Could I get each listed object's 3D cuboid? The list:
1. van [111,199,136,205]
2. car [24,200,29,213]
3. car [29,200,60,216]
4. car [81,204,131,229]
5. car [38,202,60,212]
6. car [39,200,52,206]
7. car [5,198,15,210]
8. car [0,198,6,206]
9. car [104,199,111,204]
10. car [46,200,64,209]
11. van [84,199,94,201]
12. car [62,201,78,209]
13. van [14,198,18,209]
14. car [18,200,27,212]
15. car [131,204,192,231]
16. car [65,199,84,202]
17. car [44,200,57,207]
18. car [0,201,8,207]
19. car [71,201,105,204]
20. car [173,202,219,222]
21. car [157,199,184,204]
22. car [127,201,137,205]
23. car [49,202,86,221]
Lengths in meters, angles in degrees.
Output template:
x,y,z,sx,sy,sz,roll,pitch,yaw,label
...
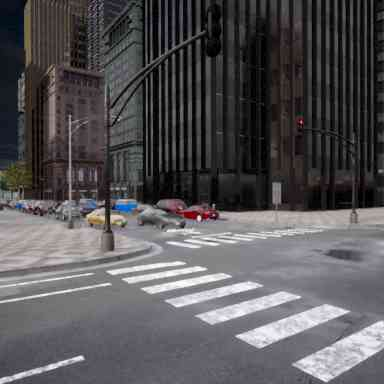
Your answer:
x,y,z,sx,sy,sz,roll,pitch,yaw,label
-8.328,1.832,41.883,1.690,1.788,3.998,-1,0,-35,van
-20.609,2.195,44.394,1.887,1.381,4.507,-1,0,-35,car
-17.777,1.900,40.416,2.192,1.841,5.009,-1,0,-35,car
-6.327,1.843,24.366,1.752,1.417,4.829,-1,0,-35,car
-22.227,2.283,51.438,2.033,1.411,5.357,0,-1,-35,car
-34.893,2.659,79.106,1.947,1.339,4.313,-1,0,-35,car
-32.062,2.353,60.451,1.967,1.590,4.097,-1,0,-35,car
-41.428,2.666,73.586,1.887,1.381,4.507,-1,0,-35,car
-11.277,1.874,46.028,2.192,1.841,5.009,-1,0,-35,car
-25.072,2.315,60.756,1.882,1.535,5.008,0,-1,-35,car
-17.174,2.037,54.318,1.690,1.788,3.998,-1,0,-35,van
-22.810,2.406,62.163,1.802,1.307,4.206,-1,0,-35,car
-26.287,2.122,52.350,1.690,1.788,3.998,-1,0,-35,van
-23.448,2.156,48.372,1.967,1.590,4.097,-1,0,-35,car
-2.259,1.788,23.275,1.812,1.442,4.674,0,0,-35,car
-19.365,2.059,52.758,2.097,1.767,4.553,0,-1,-36,car
-31.871,2.594,74.869,1.947,1.339,4.313,-1,0,-35,car
-44.549,2.770,77.963,1.802,1.307,4.206,-1,0,-35,car
-11.417,2.024,36.112,2.033,1.411,5.357,0,-1,-35,car
0.524,1.828,29.447,1.887,1.381,4.507,-1,0,-35,car
-2.430,1.668,33.593,2.192,1.841,5.009,-1,0,-35,car
-5.373,2.004,37.738,1.802,1.307,4.206,-1,0,-35,car
-12.098,2.004,32.460,2.008,1.369,4.403,-1,0,-35,car
